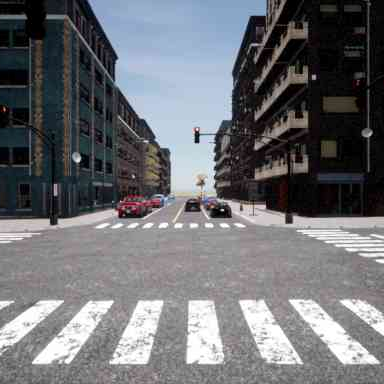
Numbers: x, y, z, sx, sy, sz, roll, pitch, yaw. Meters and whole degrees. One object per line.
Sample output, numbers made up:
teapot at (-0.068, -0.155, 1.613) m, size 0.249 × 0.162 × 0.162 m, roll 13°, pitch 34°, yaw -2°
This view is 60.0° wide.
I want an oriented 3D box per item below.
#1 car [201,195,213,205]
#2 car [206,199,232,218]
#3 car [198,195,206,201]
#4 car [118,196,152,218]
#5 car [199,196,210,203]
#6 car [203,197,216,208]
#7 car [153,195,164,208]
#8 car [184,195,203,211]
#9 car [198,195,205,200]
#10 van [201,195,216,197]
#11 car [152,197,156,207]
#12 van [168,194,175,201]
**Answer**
car at (2.577, 1.422, 57.959) m, size 1.967 × 1.590 × 4.097 m, roll 0°, pitch 0°, yaw 0°
car at (2.572, 1.562, 30.199) m, size 1.947 × 1.339 × 4.313 m, roll 0°, pitch 0°, yaw 0°
car at (2.581, 1.505, 85.719) m, size 1.887 × 1.381 × 4.507 m, roll 0°, pitch 0°, yaw 0°
car at (-5.308, 1.311, 30.200) m, size 2.192 × 1.841 × 5.009 m, roll 0°, pitch 0°, yaw 0°
car at (2.579, 1.526, 69.063) m, size 2.008 × 1.369 × 4.403 m, roll 0°, pitch 0°, yaw 0°
car at (2.574, 1.573, 41.303) m, size 1.802 × 1.307 × 4.206 m, roll 0°, pitch 0°, yaw 0°
car at (-5.305, 1.533, 46.856) m, size 1.887 × 1.381 × 4.507 m, roll 0°, pitch 0°, yaw 0°
car at (0.109, 1.496, 40.800) m, size 1.837 × 1.490 × 4.892 m, roll 0°, pitch 0°, yaw 0°
car at (2.582, 1.500, 91.272) m, size 1.887 × 1.381 × 4.507 m, roll 0°, pitch 0°, yaw 0°
van at (2.575, 1.330, 46.855) m, size 1.690 × 1.788 × 3.998 m, roll 0°, pitch 0°, yaw 0°
car at (-5.308, 1.539, 35.752) m, size 1.887 × 1.381 × 4.507 m, roll 0°, pitch 0°, yaw 0°
van at (-5.298, 1.302, 85.720) m, size 1.690 × 1.788 × 3.998 m, roll 0°, pitch 0°, yaw 0°
